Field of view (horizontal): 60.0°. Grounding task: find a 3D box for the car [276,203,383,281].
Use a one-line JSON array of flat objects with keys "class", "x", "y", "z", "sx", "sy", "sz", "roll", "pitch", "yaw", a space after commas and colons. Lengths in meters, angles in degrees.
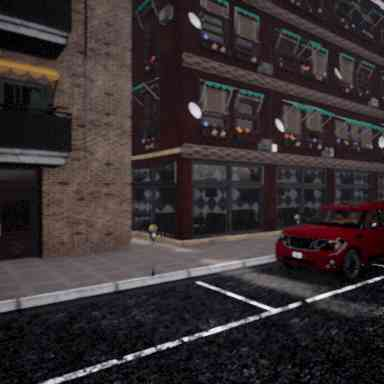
[{"class": "car", "x": 4.732, "y": 1.278, "z": 9.936, "sx": 5.009, "sy": 1.841, "sz": 2.192, "roll": 0, "pitch": 0, "yaw": -36}]
